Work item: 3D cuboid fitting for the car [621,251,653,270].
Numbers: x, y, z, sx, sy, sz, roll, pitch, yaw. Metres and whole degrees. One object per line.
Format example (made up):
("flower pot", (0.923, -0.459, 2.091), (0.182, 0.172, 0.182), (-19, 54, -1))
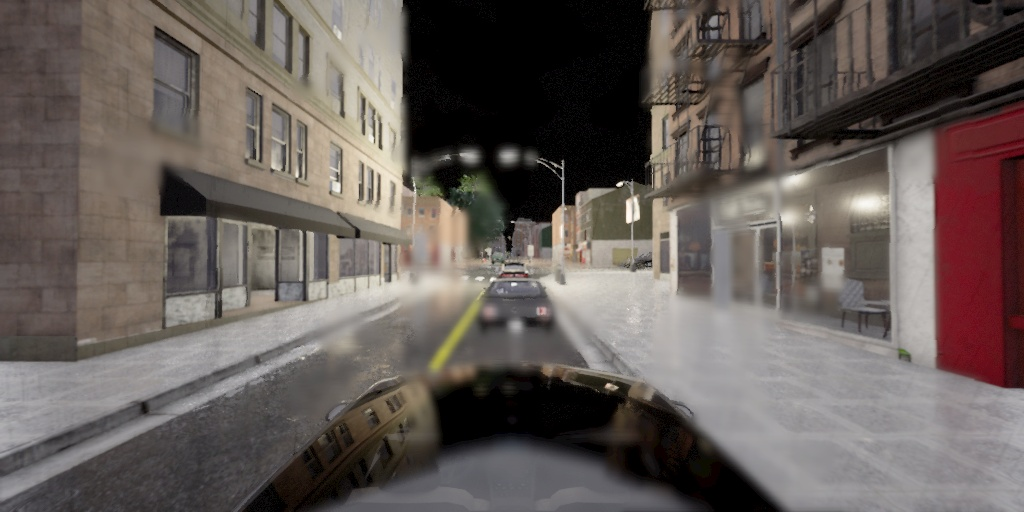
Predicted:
("car", (15.650, 0.472, 40.380), (5.566, 2.045, 2.150), (-1, -1, 0))

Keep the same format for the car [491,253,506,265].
("car", (-2.435, 0.425, 62.978), (2.150, 2.045, 5.566), (0, 0, 1))

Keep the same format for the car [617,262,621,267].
("car", (15.628, 0.843, 43.626), (5.357, 1.411, 2.033), (-1, -1, 0))

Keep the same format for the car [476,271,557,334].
("car", (0.110, 1.284, 10.395), (1.895, 1.301, 4.718), (0, 0, 0))

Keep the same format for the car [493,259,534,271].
("car", (0.134, 1.110, 19.797), (1.837, 1.490, 4.892), (0, 1, 1))
